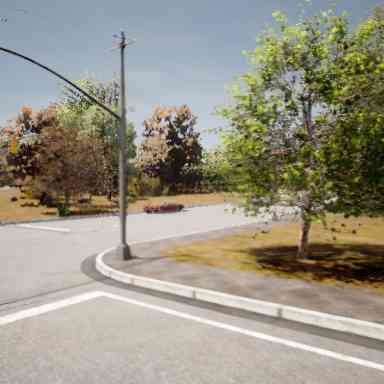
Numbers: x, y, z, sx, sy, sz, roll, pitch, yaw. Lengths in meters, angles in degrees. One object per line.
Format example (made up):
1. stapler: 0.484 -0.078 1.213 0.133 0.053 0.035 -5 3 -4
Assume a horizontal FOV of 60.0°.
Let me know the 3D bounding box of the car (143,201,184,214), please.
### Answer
1. car: -2.998 1.610 35.569 1.895 1.301 4.718 -1 1 38
